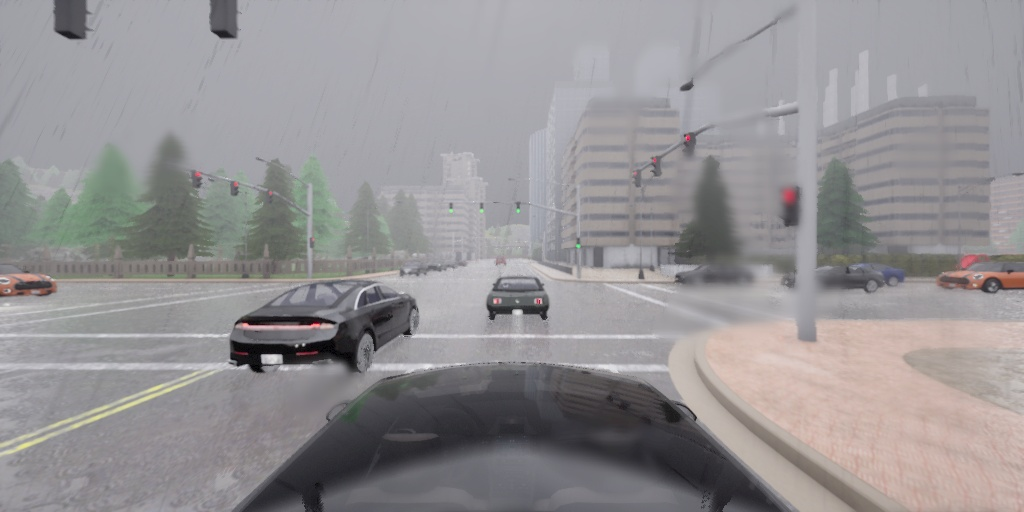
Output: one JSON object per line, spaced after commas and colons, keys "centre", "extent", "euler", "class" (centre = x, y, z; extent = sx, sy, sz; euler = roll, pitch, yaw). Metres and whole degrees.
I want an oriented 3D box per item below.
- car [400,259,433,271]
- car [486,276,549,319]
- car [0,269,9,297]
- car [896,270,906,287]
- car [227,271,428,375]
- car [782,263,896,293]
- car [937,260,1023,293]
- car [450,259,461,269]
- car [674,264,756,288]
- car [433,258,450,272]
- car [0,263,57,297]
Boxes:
{"centre": [-9.862, 1.249, 36.271], "extent": [2.128, 1.511, 4.902], "euler": [0, 0, 1], "class": "car"}
{"centre": [0.232, 1.354, 12.720], "extent": [1.895, 1.301, 4.718], "euler": [0, 0, 2], "class": "car"}
{"centre": [-22.082, 1.314, 13.203], "extent": [4.181, 1.385, 1.994], "euler": [0, 0, 1], "class": "car"}
{"centre": [22.628, 1.236, 23.499], "extent": [5.008, 1.535, 1.882], "euler": [0, 0, 0], "class": "car"}
{"centre": [-3.370, 1.243, 7.495], "extent": [2.128, 1.511, 4.902], "euler": [0, 0, 1], "class": "car"}
{"centre": [17.883, 1.262, 20.042], "extent": [4.892, 1.490, 1.837], "euler": [0, 0, 1], "class": "car"}
{"centre": [26.821, 1.110, 19.959], "extent": [4.553, 1.767, 2.097], "euler": [0, 0, 1], "class": "car"}
{"centre": [-9.630, 1.267, 56.147], "extent": [1.837, 1.490, 4.892], "euler": [0, 0, 1], "class": "car"}
{"centre": [13.276, 1.262, 23.583], "extent": [4.892, 1.490, 1.837], "euler": [0, 0, 1], "class": "car"}
{"centre": [-9.760, 1.112, 46.004], "extent": [2.097, 1.767, 4.553], "euler": [0, 0, 1], "class": "car"}
{"centre": [-24.419, 1.103, 16.727], "extent": [4.553, 1.767, 2.097], "euler": [0, 0, 1], "class": "car"}
